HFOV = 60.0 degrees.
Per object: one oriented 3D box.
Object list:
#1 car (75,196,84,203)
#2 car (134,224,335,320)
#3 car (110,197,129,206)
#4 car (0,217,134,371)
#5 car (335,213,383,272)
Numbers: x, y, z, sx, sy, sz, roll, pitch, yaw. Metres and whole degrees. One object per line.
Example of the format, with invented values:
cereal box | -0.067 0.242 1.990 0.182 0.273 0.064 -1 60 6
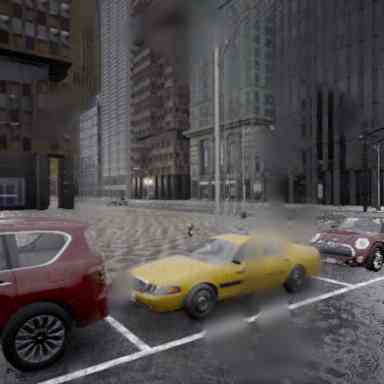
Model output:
car | -26.297 1.697 76.498 2.128 1.511 4.902 0 0 -35
car | 0.893 1.513 7.289 4.829 1.417 1.752 0 0 -35
car | -12.467 1.681 57.087 1.837 1.490 4.892 0 2 -35
car | -3.530 1.316 4.135 5.009 1.841 2.192 0 0 -35
car | 5.592 1.414 10.640 4.097 1.590 1.967 0 0 -35
